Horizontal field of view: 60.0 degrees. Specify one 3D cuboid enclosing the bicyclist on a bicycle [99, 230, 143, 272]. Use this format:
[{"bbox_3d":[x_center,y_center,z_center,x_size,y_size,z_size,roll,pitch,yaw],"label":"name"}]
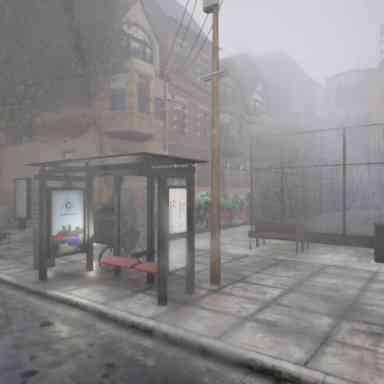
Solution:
[{"bbox_3d":[-1.872,1.339,9.170,0.582,1.620,1.656,0,-4,36],"label":"bicyclist on a bicycle"}]
